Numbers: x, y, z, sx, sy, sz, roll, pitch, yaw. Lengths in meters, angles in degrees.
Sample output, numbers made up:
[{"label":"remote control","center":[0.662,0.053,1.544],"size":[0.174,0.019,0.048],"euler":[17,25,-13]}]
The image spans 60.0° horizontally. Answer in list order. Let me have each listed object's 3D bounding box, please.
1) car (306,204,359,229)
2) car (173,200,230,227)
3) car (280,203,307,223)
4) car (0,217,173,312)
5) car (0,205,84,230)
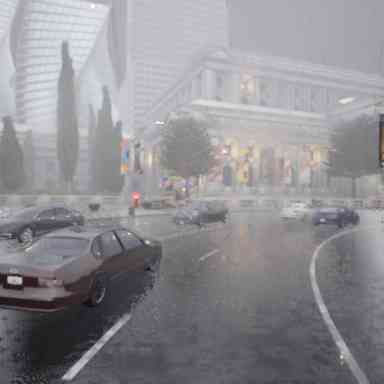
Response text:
[{"label":"car","center":[9.754,1.627,22.520],"size":[1.812,1.442,4.674],"euler":[0,0,43]},{"label":"car","center":[0.682,1.343,22.635],"size":[2.097,1.767,4.553],"euler":[1,0,37]},{"label":"car","center":[8.797,1.612,26.409],"size":[4.674,1.442,1.812],"euler":[1,0,-44]},{"label":"car","center":[-2.320,1.513,7.939],"size":[2.033,1.411,5.357],"euler":[1,0,14]},{"label":"car","center":[-7.153,1.407,15.583],"size":[1.837,1.490,4.892],"euler":[0,0,23]}]
